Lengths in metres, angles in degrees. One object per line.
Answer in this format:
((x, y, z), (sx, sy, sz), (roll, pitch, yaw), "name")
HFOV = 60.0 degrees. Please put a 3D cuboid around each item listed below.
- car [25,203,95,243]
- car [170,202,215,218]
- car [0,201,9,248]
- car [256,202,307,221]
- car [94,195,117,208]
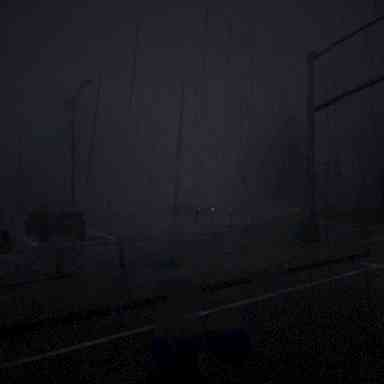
((-6.351, 1.338, 15.323), (2.007, 1.523, 4.514), (0, 0, -36), "car")
((-0.020, 1.592, 30.490), (1.895, 1.301, 4.718), (0, 0, -36), "car")
((-8.861, 1.330, 13.441), (2.152, 1.636, 5.027), (0, 0, -36), "car")
((7.271, 1.515, 26.850), (1.812, 1.442, 4.674), (0, 0, -36), "car")
((-12.342, 1.342, 47.327), (2.097, 1.767, 4.553), (0, 0, -36), "car")
